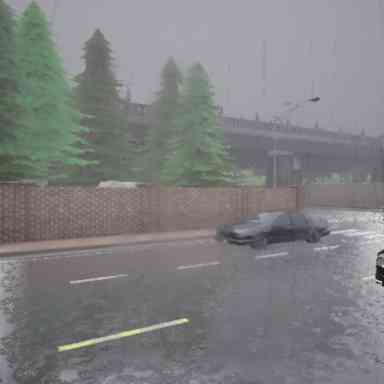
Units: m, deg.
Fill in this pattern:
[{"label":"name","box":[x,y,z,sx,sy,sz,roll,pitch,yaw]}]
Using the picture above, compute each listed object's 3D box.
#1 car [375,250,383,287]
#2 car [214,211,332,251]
[{"label":"car","box":[5.972,1.473,7.196,4.902,1.511,2.128,0,0,-32]},{"label":"car","box":[3.577,1.509,14.149,5.357,1.411,2.033,0,0,-31]}]
